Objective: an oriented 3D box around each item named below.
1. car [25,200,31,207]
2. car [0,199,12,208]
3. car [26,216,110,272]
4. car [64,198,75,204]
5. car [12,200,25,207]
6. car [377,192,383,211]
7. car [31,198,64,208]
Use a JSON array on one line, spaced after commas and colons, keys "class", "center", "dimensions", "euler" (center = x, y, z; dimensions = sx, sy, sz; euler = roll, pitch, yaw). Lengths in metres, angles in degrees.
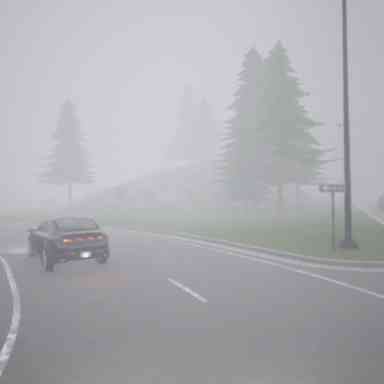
[{"class": "car", "center": [-28.801, 2.139, 64.481], "dimensions": [2.033, 1.411, 5.357], "euler": [-1, 0, 23]}, {"class": "car", "center": [-36.233, 2.205, 64.901], "dimensions": [1.882, 1.535, 5.008], "euler": [-1, 0, 23]}, {"class": "car", "center": [-4.340, 1.594, 11.387], "dimensions": [1.837, 1.490, 4.892], "euler": [-1, -1, -34]}, {"class": "car", "center": [-30.049, 2.089, 79.385], "dimensions": [2.128, 1.511, 4.902], "euler": [-1, 0, 23]}, {"class": "car", "center": [-32.019, 2.196, 65.856], "dimensions": [2.033, 1.411, 5.357], "euler": [-1, 0, 23]}, {"class": "car", "center": [21.131, 0.916, 35.395], "dimensions": [2.150, 2.045, 5.566], "euler": [-1, 0, 23]}, {"class": "car", "center": [-26.438, 1.906, 61.143], "dimensions": [2.097, 1.767, 4.553], "euler": [-1, 0, 24]}]
